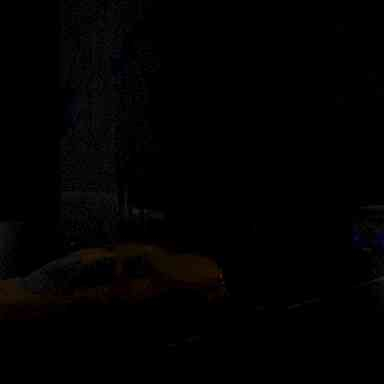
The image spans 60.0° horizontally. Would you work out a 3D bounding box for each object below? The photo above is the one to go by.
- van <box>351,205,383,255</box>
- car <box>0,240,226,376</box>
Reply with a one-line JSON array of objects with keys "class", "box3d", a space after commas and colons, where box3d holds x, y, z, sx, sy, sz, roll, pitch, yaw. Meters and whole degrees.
[{"class": "van", "box3d": [7.345, 1.342, 11.919, 3.998, 1.788, 1.690, 0, 0, -36]}, {"class": "car", "box3d": [-1.634, 1.525, 5.487, 4.829, 1.417, 1.752, 0, 0, -36]}]
